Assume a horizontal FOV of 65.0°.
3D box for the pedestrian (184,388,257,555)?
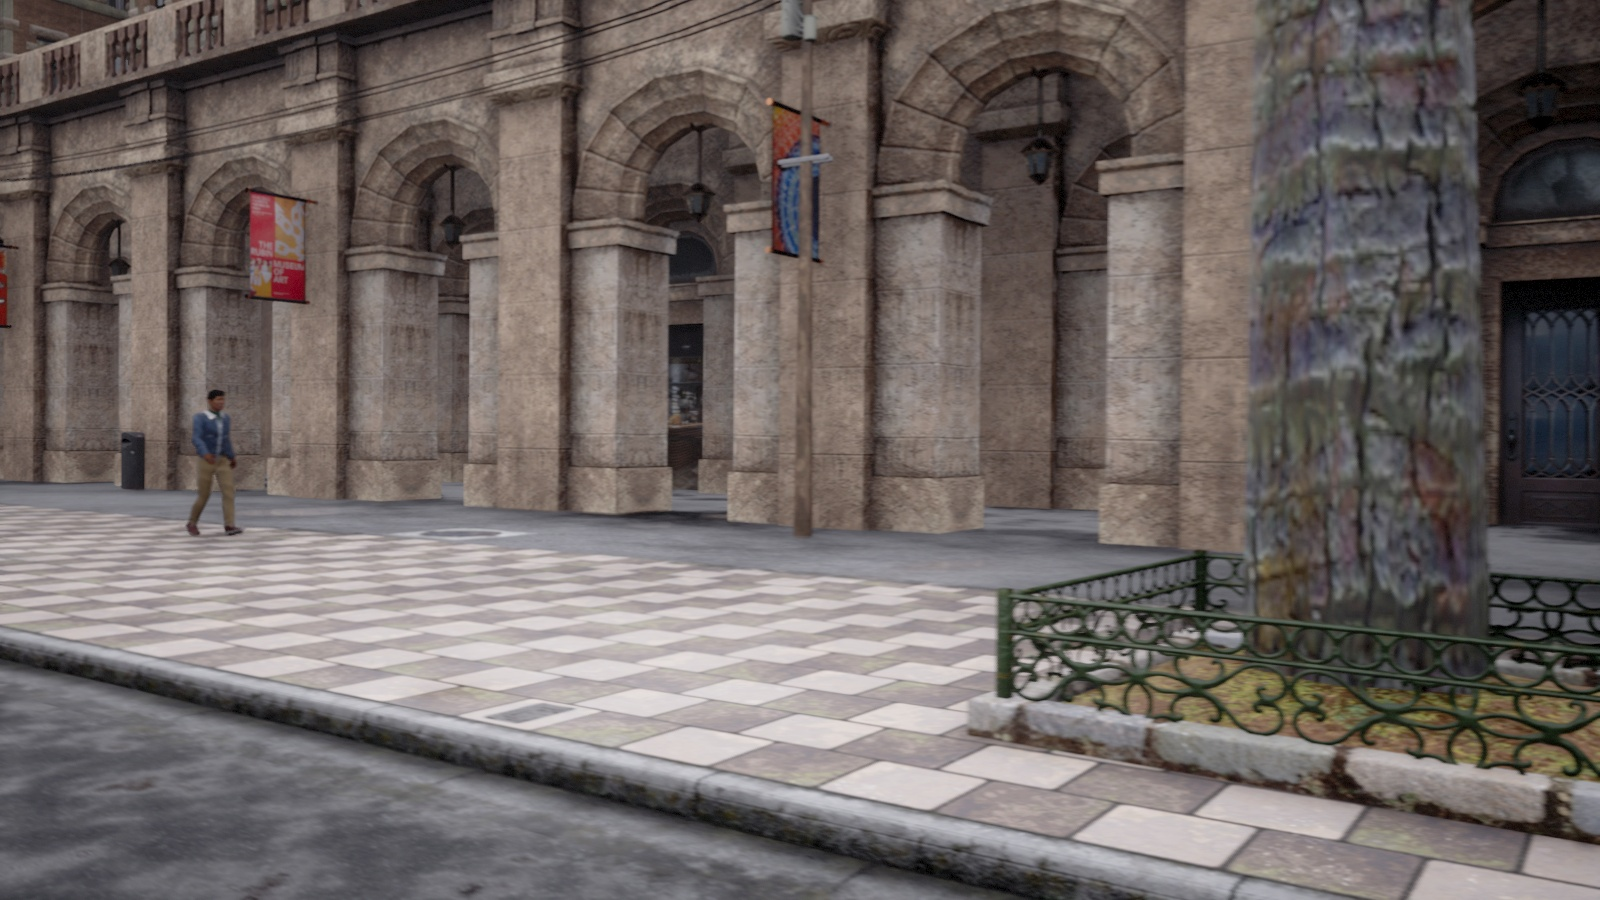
[{"bbox_3d":[-6.965,0.246,15.086,0.788,1.949,0.423,0,1,35],"label":"pedestrian"}]
